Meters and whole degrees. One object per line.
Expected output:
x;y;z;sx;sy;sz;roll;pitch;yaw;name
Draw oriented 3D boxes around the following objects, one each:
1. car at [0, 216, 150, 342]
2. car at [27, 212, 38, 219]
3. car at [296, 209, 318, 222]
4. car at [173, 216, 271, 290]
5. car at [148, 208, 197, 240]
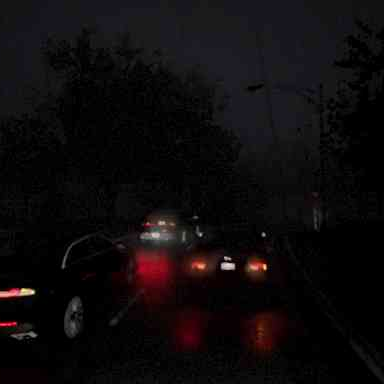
-2.511;1.487;6.512;2.128;1.511;4.902;0;0;7;car
-24.103;3.692;53.955;2.033;1.411;5.357;-2;-4;32;car
14.506;2.943;41.951;1.882;1.535;5.008;0;-3;6;car
1.066;1.513;9.094;2.033;1.411;5.357;-1;0;8;car
-0.920;1.530;15.678;1.837;1.490;4.892;-1;-1;13;car
